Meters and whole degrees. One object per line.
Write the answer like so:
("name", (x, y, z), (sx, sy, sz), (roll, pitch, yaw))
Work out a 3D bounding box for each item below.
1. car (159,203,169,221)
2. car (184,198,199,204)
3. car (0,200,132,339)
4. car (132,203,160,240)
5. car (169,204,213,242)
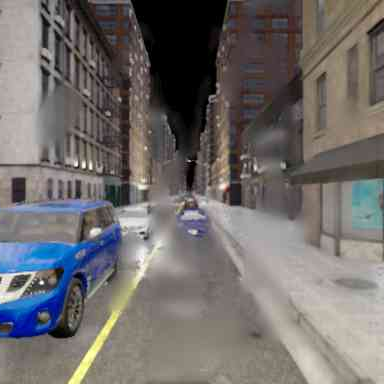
("car", (-2.922, 1.583, 27.105), (1.895, 1.301, 4.718), (0, 0, 1))
("car", (-0.097, 1.490, 44.300), (1.812, 1.442, 4.674), (0, 0, 0))
("car", (-2.877, 1.220, 6.920), (2.150, 2.045, 5.566), (0, 0, 0))
("car", (-2.912, 1.516, 17.035), (1.812, 1.442, 4.674), (0, 0, 0))
("car", (0.034, 1.512, 16.223), (1.812, 1.442, 4.674), (0, 0, 0))
